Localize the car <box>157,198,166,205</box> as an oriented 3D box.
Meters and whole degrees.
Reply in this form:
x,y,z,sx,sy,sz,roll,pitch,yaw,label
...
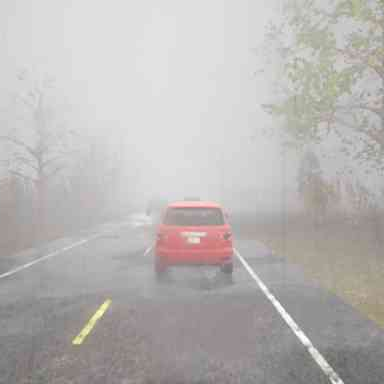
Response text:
x,y,z,sx,sy,sz,roll,pitch,yaw,label
-7.150,2.093,77.674,2.128,1.511,4.902,0,0,-6,car

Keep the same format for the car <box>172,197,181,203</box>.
x,y,z,sx,sy,sz,roll,pitch,yaw,label
-3.912,2.096,84.855,2.033,1.411,5.357,0,0,0,car

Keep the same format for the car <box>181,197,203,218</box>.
x,y,z,sx,sy,sz,roll,pitch,yaw,label
-0.041,1.538,35.583,2.150,2.045,5.566,0,0,0,car

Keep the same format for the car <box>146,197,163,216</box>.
x,y,z,sx,sy,sz,roll,pitch,yaw,label
-3.758,1.549,36.680,2.150,2.045,5.566,0,-1,-1,car

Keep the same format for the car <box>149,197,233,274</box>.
x,y,z,sx,sy,sz,roll,pitch,yaw,label
0.059,1.325,11.078,2.150,2.045,5.566,0,0,0,car
